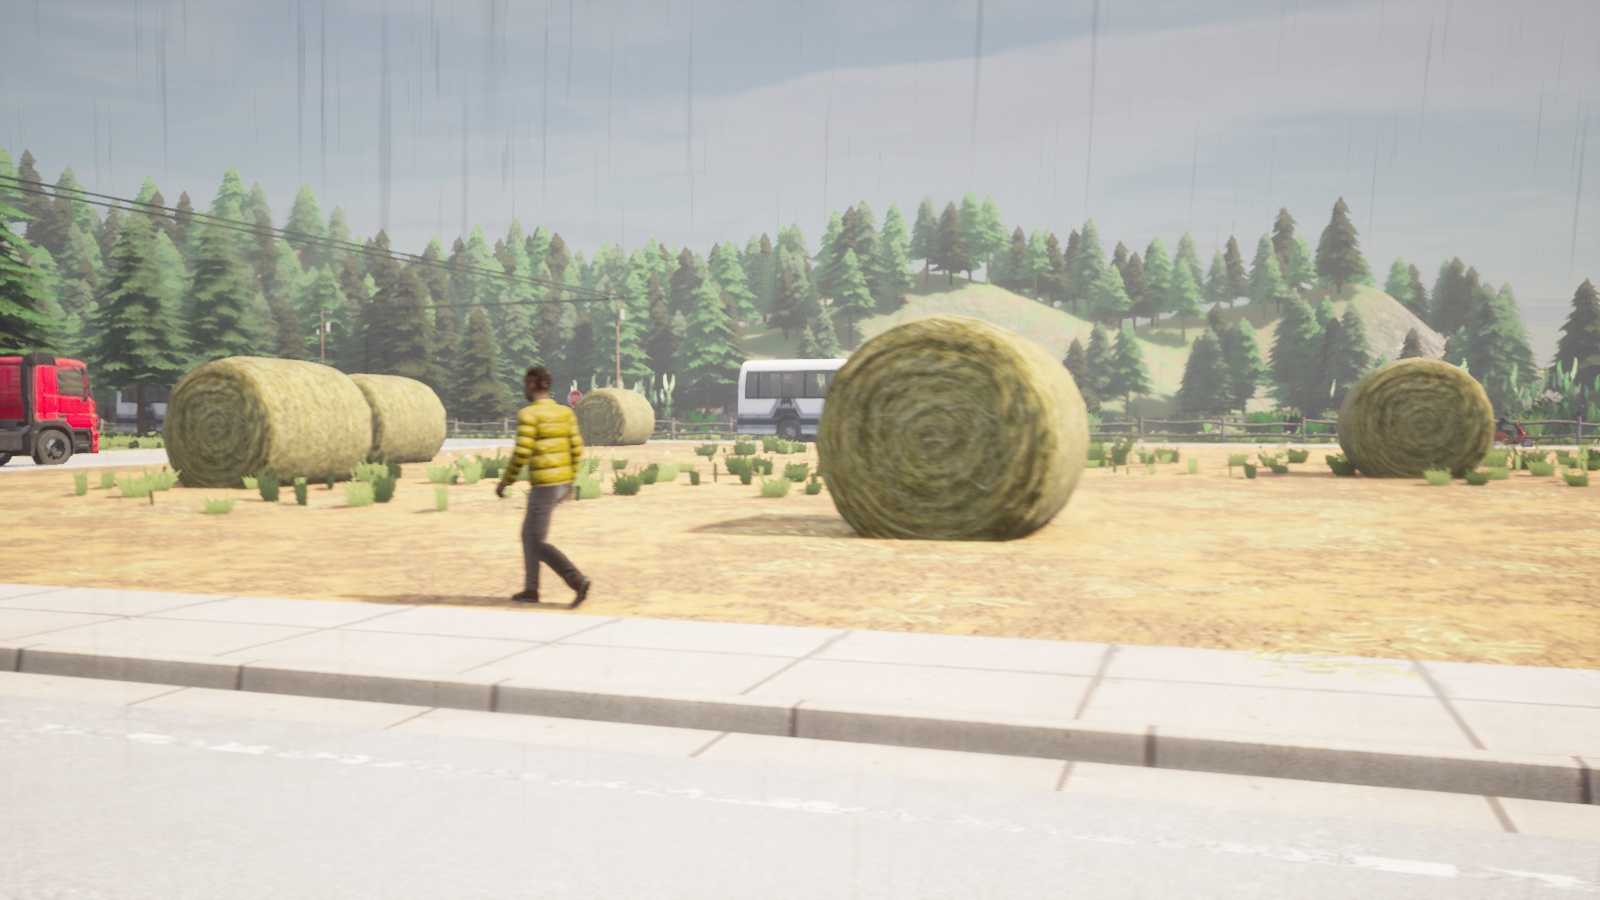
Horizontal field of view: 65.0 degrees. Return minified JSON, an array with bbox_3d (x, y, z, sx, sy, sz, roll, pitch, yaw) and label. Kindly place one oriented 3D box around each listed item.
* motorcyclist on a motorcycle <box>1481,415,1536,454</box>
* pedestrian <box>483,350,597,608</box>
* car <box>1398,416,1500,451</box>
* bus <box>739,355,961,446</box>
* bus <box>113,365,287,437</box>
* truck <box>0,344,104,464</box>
[{"bbox_3d":[29.070,-0.645,51.547,1.817,1.590,0.866,1,2,22],"label":"motorcyclist on a motorcycle"},{"bbox_3d":[-1.924,0.199,9.309,0.709,1.840,0.431,1,2,24],"label":"pedestrian"},{"bbox_3d":[28.628,-0.755,55.519,3.806,1.475,1.970,1,2,22],"label":"car"},{"bbox_3d":[2.471,-2.424,62.482,10.273,4.253,3.944,1,2,22],"label":"bus"},{"bbox_3d":[-37.731,-3.099,78.980,10.273,4.253,3.944,2,2,22],"label":"bus"},{"bbox_3d":[-24.654,-1.330,36.329,2.891,3.462,7.936,1,2,20],"label":"truck"}]
